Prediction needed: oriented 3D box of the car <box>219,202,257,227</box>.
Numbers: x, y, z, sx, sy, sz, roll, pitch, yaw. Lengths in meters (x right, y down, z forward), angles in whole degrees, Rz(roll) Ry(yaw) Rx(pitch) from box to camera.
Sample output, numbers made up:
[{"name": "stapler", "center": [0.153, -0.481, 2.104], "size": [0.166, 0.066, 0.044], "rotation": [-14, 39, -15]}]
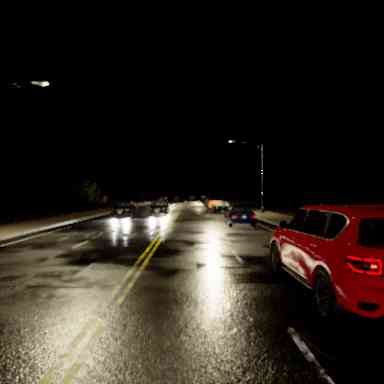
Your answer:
[{"name": "car", "center": [3.322, 1.642, 23.649], "size": [2.033, 1.411, 5.357], "rotation": [0, 0, 0]}]

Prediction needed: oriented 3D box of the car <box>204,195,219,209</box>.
[{"name": "car", "center": [3.196, 1.540, 48.271], "size": [2.097, 1.767, 4.553], "rotation": [0, 0, 0]}]

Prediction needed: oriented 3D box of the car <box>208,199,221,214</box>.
[{"name": "car", "center": [3.208, 1.747, 37.330], "size": [1.895, 1.301, 4.718], "rotation": [0, 0, 0]}]

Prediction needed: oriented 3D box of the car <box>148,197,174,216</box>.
[{"name": "car", "center": [-3.384, 1.627, 34.724], "size": [2.128, 1.511, 4.902], "rotation": [0, 0, 0]}]

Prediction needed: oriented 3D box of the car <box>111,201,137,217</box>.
[{"name": "car", "center": [-6.634, 1.620, 32.973], "size": [2.128, 1.511, 4.902], "rotation": [0, 0, 0]}]

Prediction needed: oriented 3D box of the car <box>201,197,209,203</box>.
[{"name": "car", "center": [3.158, 1.906, 81.329], "size": [1.895, 1.301, 4.718], "rotation": [0, 0, 0]}]

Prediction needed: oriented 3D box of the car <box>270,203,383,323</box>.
[{"name": "car", "center": [3.342, 1.253, 7.377], "size": [2.150, 2.045, 5.566], "rotation": [0, 0, 0]}]

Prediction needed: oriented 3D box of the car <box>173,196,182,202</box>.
[{"name": "car", "center": [-3.336, 1.681, 76.246], "size": [1.994, 1.385, 4.181], "rotation": [0, 0, 0]}]

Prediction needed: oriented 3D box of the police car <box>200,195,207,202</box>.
[{"name": "police car", "center": [3.146, 1.769, 92.410], "size": [1.930, 1.638, 5.238], "rotation": [0, 0, 0]}]

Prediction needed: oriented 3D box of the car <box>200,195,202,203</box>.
[{"name": "car", "center": [3.171, 1.699, 70.300], "size": [2.033, 1.649, 4.856], "rotation": [0, 0, 0]}]

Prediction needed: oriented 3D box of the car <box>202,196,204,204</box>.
[{"name": "car", "center": [3.183, 1.754, 59.300], "size": [1.812, 1.442, 4.674], "rotation": [0, 0, 0]}]
